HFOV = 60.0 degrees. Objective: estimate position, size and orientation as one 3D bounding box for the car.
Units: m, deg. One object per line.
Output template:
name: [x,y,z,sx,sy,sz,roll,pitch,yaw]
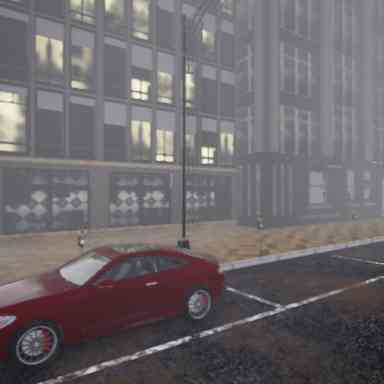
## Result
car: [-1.279,1.573,5.642,4.206,1.307,1.802,0,0,-36]
